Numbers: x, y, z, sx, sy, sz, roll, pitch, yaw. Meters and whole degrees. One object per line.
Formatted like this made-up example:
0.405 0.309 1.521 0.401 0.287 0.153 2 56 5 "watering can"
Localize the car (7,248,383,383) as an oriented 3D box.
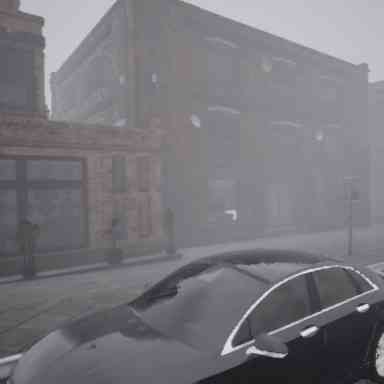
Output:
0.627 1.503 3.826 4.892 1.490 1.837 0 0 -35 "car"
